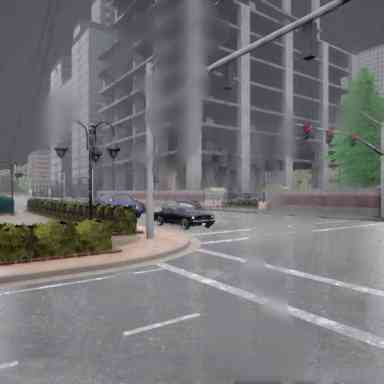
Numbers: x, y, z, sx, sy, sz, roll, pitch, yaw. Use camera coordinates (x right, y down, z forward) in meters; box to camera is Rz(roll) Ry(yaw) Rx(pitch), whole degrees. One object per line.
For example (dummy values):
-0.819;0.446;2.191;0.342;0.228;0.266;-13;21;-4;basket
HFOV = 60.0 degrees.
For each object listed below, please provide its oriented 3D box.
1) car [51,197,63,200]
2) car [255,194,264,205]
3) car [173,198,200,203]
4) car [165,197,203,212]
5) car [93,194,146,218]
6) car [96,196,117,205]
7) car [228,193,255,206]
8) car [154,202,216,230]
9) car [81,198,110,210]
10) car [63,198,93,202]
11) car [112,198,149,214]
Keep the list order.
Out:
-18.429;1.470;45.575;1.812;1.442;4.674;0;0;-36;car
9.500;1.114;52.377;1.905;1.878;3.866;0;0;-36;car
-0.807;1.470;27.224;1.812;1.442;4.674;0;0;-36;car
-0.989;1.436;39.712;2.128;1.511;4.902;0;0;-36;car
-6.345;1.166;28.894;2.150;2.045;5.566;0;0;-36;car
-15.331;1.436;59.464;2.128;1.511;4.902;0;0;-36;car
7.110;1.114;50.663;1.905;1.878;3.866;0;0;-36;car
-0.613;1.545;21.002;1.895;1.301;4.718;0;0;-36;car
-12.774;1.492;43.706;2.033;1.411;5.357;0;0;-36;car
-12.403;1.492;37.232;2.033;1.411;5.357;0;0;-36;car
-6.638;1.422;35.255;1.882;1.535;5.008;0;0;-36;car
